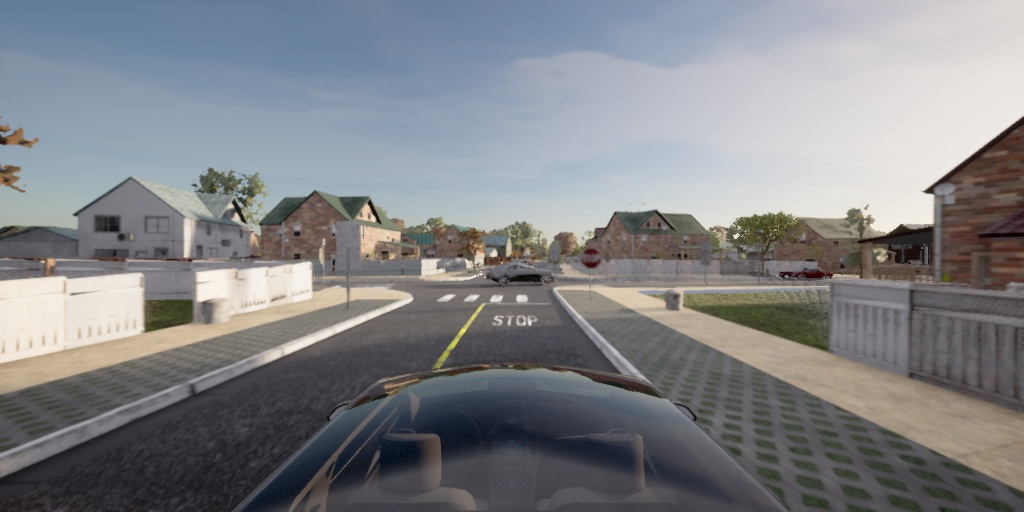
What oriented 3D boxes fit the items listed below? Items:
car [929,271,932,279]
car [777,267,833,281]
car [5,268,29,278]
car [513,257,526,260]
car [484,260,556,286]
[{"bbox_3d":[48.837,1.971,39.733,4.718,1.301,1.895,1,0,-14],"label":"car"},{"bbox_3d":[28.127,1.677,34.450,4.718,1.301,1.895,1,0,-14],"label":"car"},{"bbox_3d":[-27.060,0.813,17.157,5.566,2.045,2.150,2,0,-15],"label":"car"},{"bbox_3d":[0.761,1.218,57.787,1.837,1.490,4.892,0,0,8],"label":"car"},{"bbox_3d":[0.585,1.233,24.363,4.902,1.511,2.128,0,0,-15],"label":"car"}]
